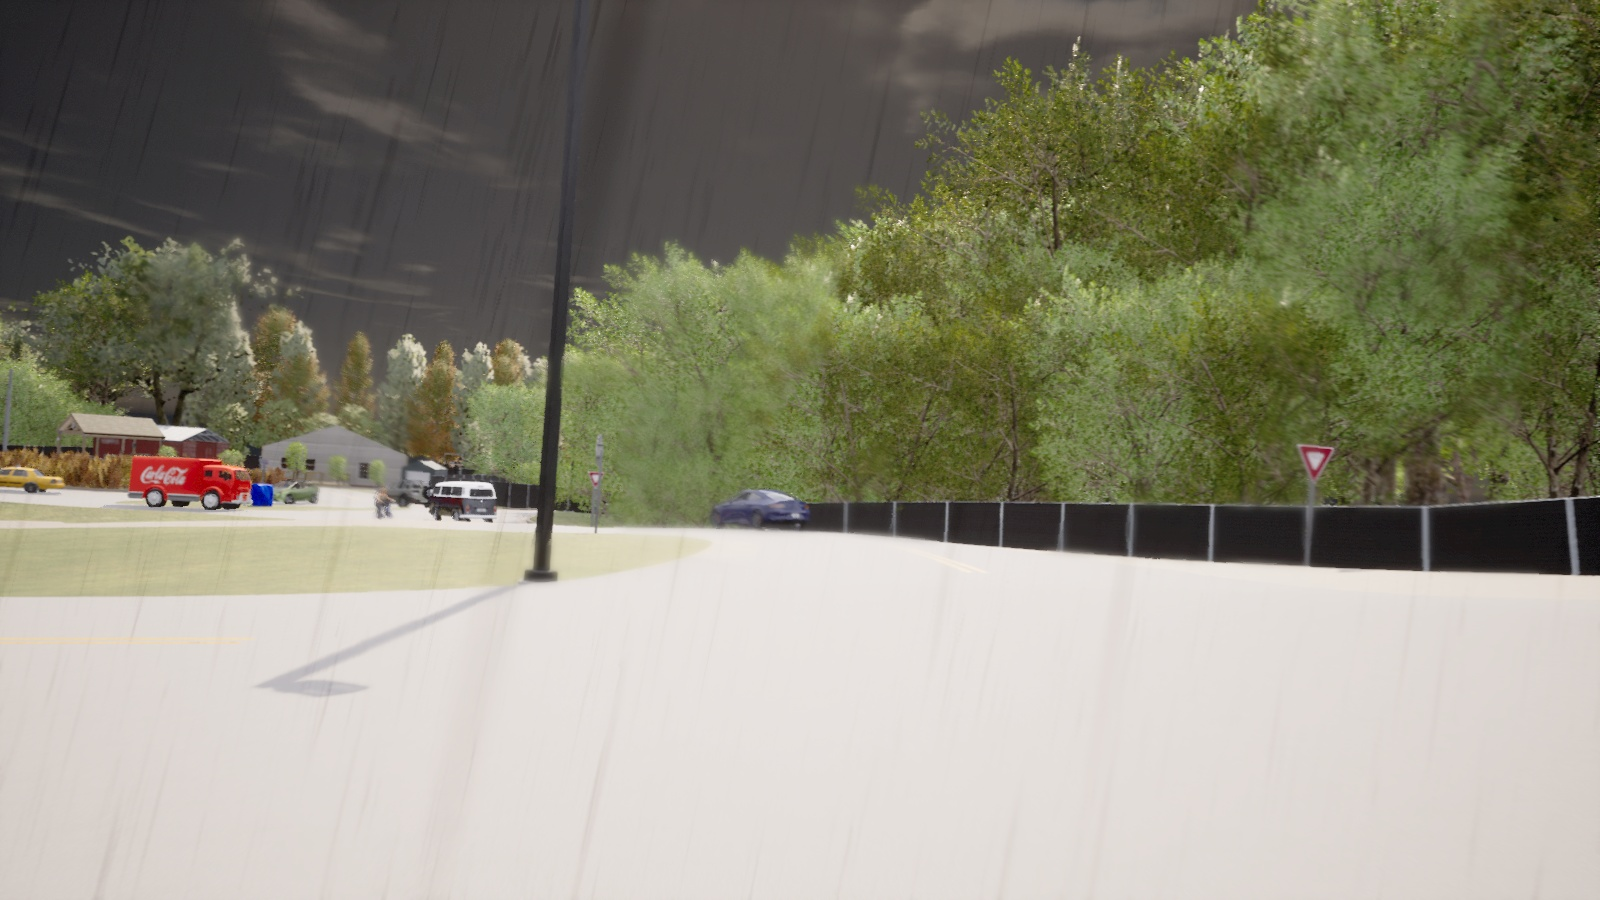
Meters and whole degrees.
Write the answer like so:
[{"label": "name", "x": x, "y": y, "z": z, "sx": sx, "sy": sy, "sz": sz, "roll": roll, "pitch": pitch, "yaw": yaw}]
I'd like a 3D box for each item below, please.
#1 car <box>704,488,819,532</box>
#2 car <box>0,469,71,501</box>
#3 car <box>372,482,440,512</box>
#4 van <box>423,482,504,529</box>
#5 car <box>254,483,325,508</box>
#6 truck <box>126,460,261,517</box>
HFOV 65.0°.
[{"label": "car", "x": -1.411, "y": 2.122, "z": 44.168, "sx": 1.812, "sy": 1.442, "sz": 4.674, "roll": 3, "pitch": -4, "yaw": -34}, {"label": "car", "x": -45.979, "y": 2.000, "z": 73.465, "sx": 5.366, "sy": 1.575, "sz": 1.801, "roll": 4, "pitch": -1, "yaw": -13}, {"label": "car", "x": -24.827, "y": 2.979, "z": 79.048, "sx": 4.605, "sy": 1.855, "sz": 1.932, "roll": -2, "pitch": -4, "yaw": 41}, {"label": "van", "x": -16.005, "y": 2.625, "z": 59.644, "sx": 2.069, "sy": 2.038, "sz": 4.480, "roll": 3, "pitch": -2, "yaw": -38}, {"label": "car", "x": -33.403, "y": 2.992, "z": 82.328, "sx": 2.007, "sy": 1.525, "sz": 4.514, "roll": 2, "pitch": -2, "yaw": 14}, {"label": "truck", "x": -29.456, "y": 1.868, "z": 61.111, "sx": 5.204, "sy": 2.467, "sz": 2.627, "roll": 2, "pitch": -2, "yaw": 3}]
